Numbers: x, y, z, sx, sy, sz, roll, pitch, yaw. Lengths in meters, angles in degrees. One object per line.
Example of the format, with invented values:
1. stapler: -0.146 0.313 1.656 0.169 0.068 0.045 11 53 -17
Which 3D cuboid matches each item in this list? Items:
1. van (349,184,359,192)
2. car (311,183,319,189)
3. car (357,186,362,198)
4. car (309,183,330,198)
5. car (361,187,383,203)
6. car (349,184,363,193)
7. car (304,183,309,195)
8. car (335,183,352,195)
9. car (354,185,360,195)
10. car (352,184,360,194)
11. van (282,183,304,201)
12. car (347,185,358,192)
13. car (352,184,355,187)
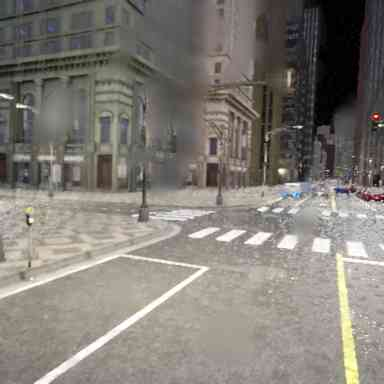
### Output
1. van: 35.849 -0.906 73.706 1.690 1.788 3.998 3 3 23
2. car: 32.191 -1.508 87.043 1.752 1.417 4.829 3 3 23
3. car: 23.022 0.287 43.158 1.887 1.381 4.507 3 3 23
4. car: 16.799 -0.016 43.398 2.128 1.511 4.902 3 3 23
5. car: 20.886 0.453 38.065 1.887 1.381 4.507 3 3 23
6. car: 33.713 -0.767 68.612 2.192 1.841 5.009 3 3 23
7. car: 13.011 -0.011 41.375 1.887 1.381 4.507 3 3 23
8. car: 25.795 -0.341 56.913 1.882 1.535 5.008 3 3 23
9. car: 25.159 0.122 48.250 1.887 1.381 4.507 3 3 23
10. car: 27.362 -0.067 53.499 1.752 1.417 4.829 3 3 23
11. van: 10.879 -0.048 36.274 1.690 1.788 3.998 3 3 23
12. car: 37.978 -0.861 78.809 2.008 1.369 4.403 3 3 23
13. car: 31.569 -0.373 63.529 1.887 1.381 4.507 3 3 23
